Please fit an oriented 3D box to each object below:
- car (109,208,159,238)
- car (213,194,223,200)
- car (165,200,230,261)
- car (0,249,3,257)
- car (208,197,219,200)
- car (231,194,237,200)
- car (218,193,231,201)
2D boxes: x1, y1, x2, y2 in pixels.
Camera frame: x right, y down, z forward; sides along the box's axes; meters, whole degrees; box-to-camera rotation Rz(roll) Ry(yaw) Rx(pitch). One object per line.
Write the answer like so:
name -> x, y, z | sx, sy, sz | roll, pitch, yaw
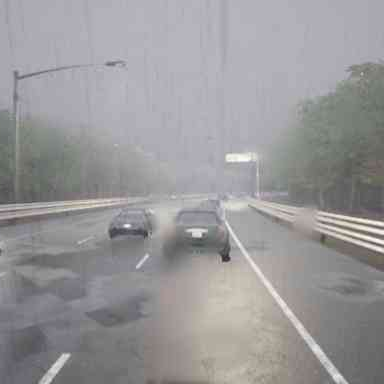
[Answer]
car -> -2.954, 1.548, 17.610 | 1.994, 1.385, 4.181 | 0, 0, 3
car -> 3.331, 1.427, 50.692 | 1.882, 1.535, 5.008 | 0, 0, 7
car -> 0.230, 1.344, 12.483 | 2.097, 1.767, 4.553 | 0, 0, 2
car -> -6.803, 1.529, 7.801 | 2.033, 1.411, 5.357 | 0, 0, 1
car -> 1.455, 1.540, 33.196 | 1.994, 1.385, 4.181 | 0, 0, 5
car -> 10.163, 1.466, 89.299 | 1.895, 1.301, 4.718 | 0, 0, 13
car -> 6.653, 1.134, 72.015 | 2.150, 2.045, 5.566 | 0, 0, 11
